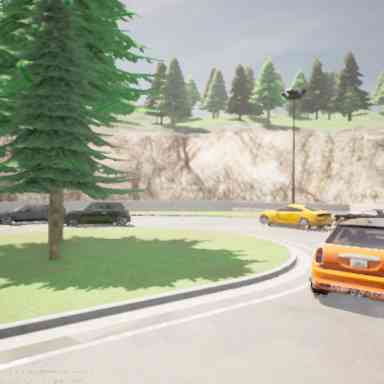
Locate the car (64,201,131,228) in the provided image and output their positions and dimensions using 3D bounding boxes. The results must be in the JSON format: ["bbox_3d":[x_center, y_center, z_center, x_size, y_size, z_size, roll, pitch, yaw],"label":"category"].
[{"bbox_3d":[-6.458,1.404,22.380,4.553,1.767,2.097,0,0,-13],"label":"car"}]

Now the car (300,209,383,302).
[{"bbox_3d":[4.617,1.413,8.008,2.097,1.767,4.553,0,-1,41],"label":"car"}]

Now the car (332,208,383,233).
[{"bbox_3d":[11.586,1.761,21.351,1.895,1.301,4.718,1,0,-27],"label":"car"}]

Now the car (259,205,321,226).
[{"bbox_3d":[6.752,1.611,22.188,1.882,1.535,5.008,2,-1,-39],"label":"car"}]

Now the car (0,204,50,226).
[{"bbox_3d":[-11.577,1.574,23.837,5.357,1.411,2.033,1,0,-38],"label":"car"}]
